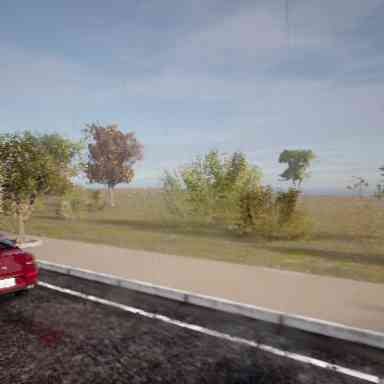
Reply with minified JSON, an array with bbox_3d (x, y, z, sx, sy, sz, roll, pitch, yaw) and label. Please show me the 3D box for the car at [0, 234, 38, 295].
[{"bbox_3d":[-5.289,1.544,7.457,4.674,1.442,1.812,-1,-1,35],"label":"car"}]
